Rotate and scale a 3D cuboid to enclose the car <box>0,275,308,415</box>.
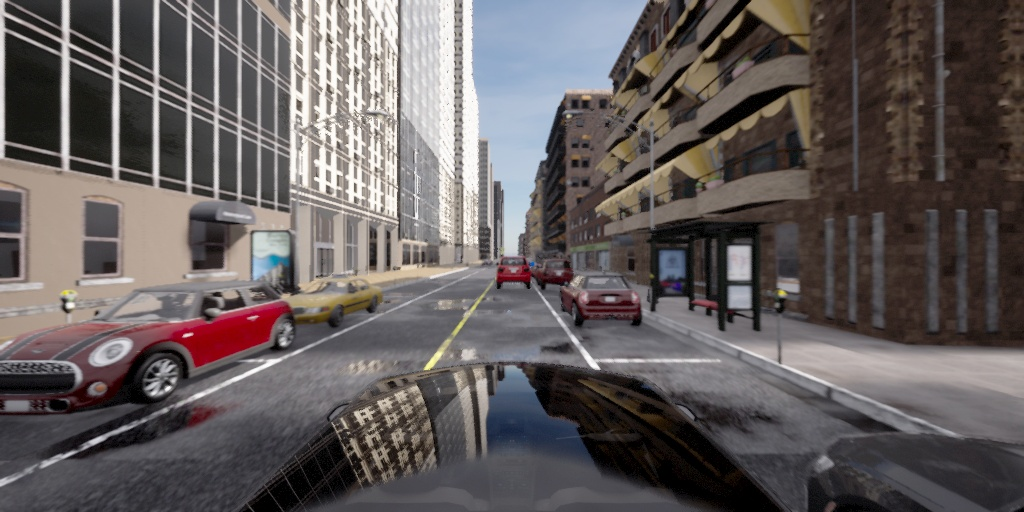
[{"bbox_3d":[-5.689,1.200,6.117,1.967,1.591,4.097,0,0,0],"label":"car"}]

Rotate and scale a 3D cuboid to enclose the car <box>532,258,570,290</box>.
[{"bbox_3d":[2.694,1.112,23.061,2.192,1.841,5.009,0,0,0],"label":"car"}]

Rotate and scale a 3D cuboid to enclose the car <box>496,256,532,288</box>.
[{"bbox_3d":[0.103,1.021,24.211,2.150,2.045,5.566,0,0,0],"label":"car"}]

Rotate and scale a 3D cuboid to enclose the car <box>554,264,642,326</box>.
[{"bbox_3d":[2.692,1.211,11.763,1.967,1.591,4.097,0,0,0],"label":"car"}]

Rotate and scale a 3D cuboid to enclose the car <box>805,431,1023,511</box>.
[{"bbox_3d":[2.691,1.297,0.467,2.007,1.370,4.403,0,0,0],"label":"car"}]

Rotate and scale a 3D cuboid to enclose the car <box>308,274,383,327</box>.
[{"bbox_3d":[-5.688,1.298,11.594,1.751,1.417,4.829,0,0,0],"label":"car"}]
